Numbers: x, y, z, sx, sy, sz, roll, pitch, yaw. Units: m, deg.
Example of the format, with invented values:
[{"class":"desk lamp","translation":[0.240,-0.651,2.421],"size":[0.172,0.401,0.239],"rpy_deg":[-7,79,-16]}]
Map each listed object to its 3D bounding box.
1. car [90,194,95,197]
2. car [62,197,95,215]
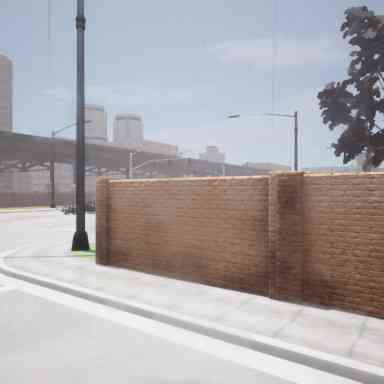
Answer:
[{"class":"car","translation":[-10.963,1.222,39.635],"size":[2.150,2.045,5.566],"rpy_deg":[0,0,37]},{"class":"car","translation":[-10.896,1.525,33.835],"size":[1.812,1.442,4.674],"rpy_deg":[0,0,36]}]
